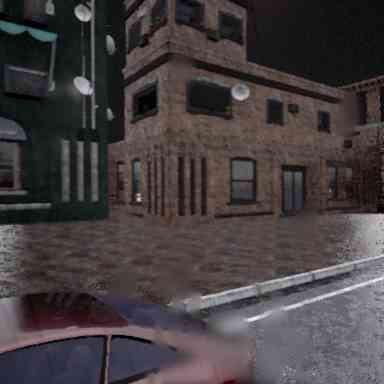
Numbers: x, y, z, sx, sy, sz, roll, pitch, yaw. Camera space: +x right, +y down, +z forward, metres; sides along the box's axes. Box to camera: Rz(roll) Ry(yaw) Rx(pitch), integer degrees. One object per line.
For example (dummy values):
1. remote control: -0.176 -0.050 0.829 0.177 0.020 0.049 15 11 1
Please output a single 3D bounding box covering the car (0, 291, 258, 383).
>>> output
1. car: -1.441 1.564 2.351 4.181 1.385 1.994 0 0 -36
